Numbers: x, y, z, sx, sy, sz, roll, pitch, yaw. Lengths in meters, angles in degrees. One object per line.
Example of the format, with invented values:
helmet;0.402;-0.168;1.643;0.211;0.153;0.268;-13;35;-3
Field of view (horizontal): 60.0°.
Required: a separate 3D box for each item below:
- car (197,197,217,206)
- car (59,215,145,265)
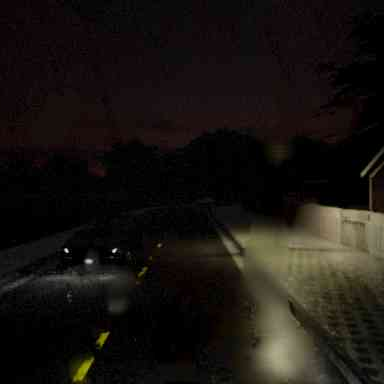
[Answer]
car;2.488;1.562;54.725;1.812;1.442;4.674;0;-1;30
car;-2.847;1.534;11.851;2.033;1.411;5.357;0;0;0
